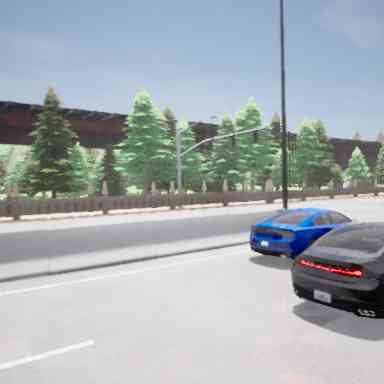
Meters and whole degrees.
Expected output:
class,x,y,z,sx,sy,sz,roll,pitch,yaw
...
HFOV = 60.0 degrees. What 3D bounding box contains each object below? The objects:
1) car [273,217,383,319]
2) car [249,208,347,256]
class,x,y,z,sx,sy,sz,roll,pitch,yaw
car,4.075,1.367,6.709,4.892,1.490,1.837,-2,1,-35
car,4.114,1.268,11.017,5.008,1.535,1.882,-2,1,-35
